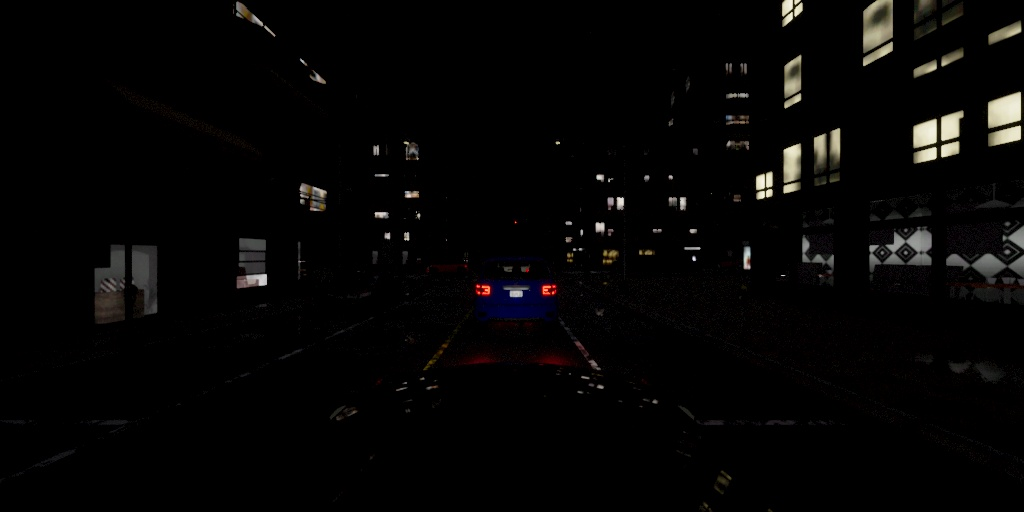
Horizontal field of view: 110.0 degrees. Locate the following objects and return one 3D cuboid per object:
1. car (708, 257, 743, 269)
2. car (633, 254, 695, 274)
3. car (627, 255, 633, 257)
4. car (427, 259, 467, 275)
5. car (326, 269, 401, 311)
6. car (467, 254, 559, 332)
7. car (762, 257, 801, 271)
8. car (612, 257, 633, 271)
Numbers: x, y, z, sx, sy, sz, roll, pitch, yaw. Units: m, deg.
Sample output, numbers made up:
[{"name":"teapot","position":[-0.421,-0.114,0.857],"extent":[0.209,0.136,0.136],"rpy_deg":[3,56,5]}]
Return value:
[{"name":"car","position":[25.681,0.817,42.831],"extent":[4.207,1.307,1.802],"rpy_deg":[0,0,0]},{"name":"car","position":[14.721,0.772,34.358],"extent":[5.009,1.841,2.192],"rpy_deg":[0,0,0]},{"name":"car","position":[14.589,0.757,42.738],"extent":[5.009,1.841,2.192],"rpy_deg":[0,0,0]},{"name":"car","position":[-7.131,1.201,39.964],"extent":[4.553,1.767,2.097],"rpy_deg":[-1,0,0]},{"name":"car","position":[-5.736,1.329,14.385],"extent":[1.802,1.307,4.207],"rpy_deg":[0,0,0]},{"name":"car","position":[0.101,0.970,10.980],"extent":[2.150,2.045,5.566],"rpy_deg":[0,0,0]},{"name":"car","position":[25.815,0.816,34.451],"extent":[4.313,1.339,1.948],"rpy_deg":[0,0,0]},{"name":"car","position":[13.931,1.061,40.142],"extent":[4.718,1.301,1.895],"rpy_deg":[-1,0,0]}]
